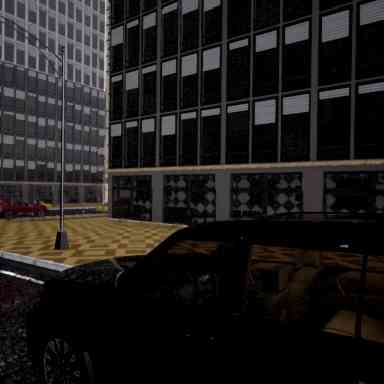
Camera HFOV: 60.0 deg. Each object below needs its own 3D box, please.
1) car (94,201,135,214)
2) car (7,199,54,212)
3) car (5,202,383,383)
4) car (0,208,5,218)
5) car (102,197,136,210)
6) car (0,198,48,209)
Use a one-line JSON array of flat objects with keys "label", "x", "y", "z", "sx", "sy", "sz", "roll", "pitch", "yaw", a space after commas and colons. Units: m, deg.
[{"label": "car", "x": -9.269, "y": 1.828, "z": 40.230, "sx": 1.752, "sy": 1.417, "sz": 4.829, "roll": 1, "pitch": 0, "yaw": 37}, {"label": "car", "x": -19.564, "y": 1.641, "z": 40.427, "sx": 1.752, "sy": 1.417, "sz": 4.829, "roll": 1, "pitch": 0, "yaw": 37}, {"label": "car", "x": 0.717, "y": 1.221, "z": 3.172, "sx": 5.566, "sy": 2.045, "sz": 2.150, "roll": 0, "pitch": 0, "yaw": 36}, {"label": "car", "x": -7.263, "y": 1.347, "z": 8.895, "sx": 4.553, "sy": 1.767, "sz": 2.097, "roll": 0, "pitch": 0, "yaw": 36}, {"label": "car", "x": -10.550, "y": 1.611, "z": 48.185, "sx": 2.097, "sy": 1.767, "sz": 4.553, "roll": 1, "pitch": 0, "yaw": 37}, {"label": "car", "x": -16.097, "y": 1.517, "z": 31.041, "sx": 2.192, "sy": 1.841, "sz": 5.009, "roll": 1, "pitch": 0, "yaw": 37}]
